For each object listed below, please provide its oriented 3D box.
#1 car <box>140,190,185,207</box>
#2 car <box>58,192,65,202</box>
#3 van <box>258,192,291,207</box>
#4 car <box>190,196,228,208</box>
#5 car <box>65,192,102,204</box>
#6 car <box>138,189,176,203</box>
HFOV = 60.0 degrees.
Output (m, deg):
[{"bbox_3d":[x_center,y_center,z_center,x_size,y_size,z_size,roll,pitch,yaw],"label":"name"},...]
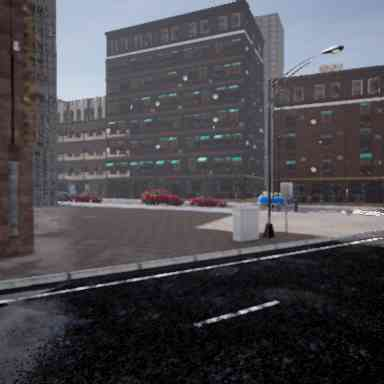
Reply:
[{"bbox_3d":[-3.341,0.760,38.654,5.009,1.841,2.192,1,0,23],"label":"car"},{"bbox_3d":[-18.634,0.676,48.136,4.181,1.385,1.994,1,1,24],"label":"car"},{"bbox_3d":[10.416,0.927,41.836,3.998,1.788,1.690,1,0,23],"label":"van"},{"bbox_3d":[1.823,1.124,36.418,4.206,1.307,1.802,1,0,23],"label":"car"},{"bbox_3d":[-13.690,0.791,43.124,4.507,1.381,1.887,1,0,23],"label":"car"},{"bbox_3d":[-5.091,0.608,48.540,5.009,1.841,2.192,1,0,23],"label":"car"}]
